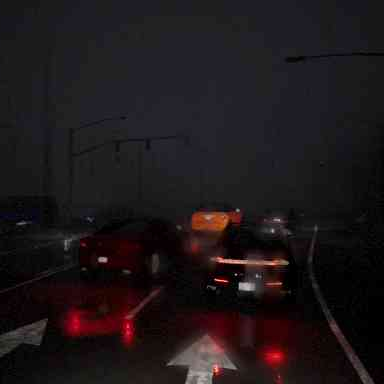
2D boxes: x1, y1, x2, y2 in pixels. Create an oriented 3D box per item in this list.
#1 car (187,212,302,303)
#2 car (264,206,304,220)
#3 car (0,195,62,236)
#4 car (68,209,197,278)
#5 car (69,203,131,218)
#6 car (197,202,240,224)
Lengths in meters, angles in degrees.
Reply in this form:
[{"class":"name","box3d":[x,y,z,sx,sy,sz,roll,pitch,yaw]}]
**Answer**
[{"class":"car","box3d":[1.548,1.492,8.347,2.128,1.511,4.902,0,0,13]},{"class":"car","box3d":[4.617,1.505,17.228,1.837,1.490,4.892,0,0,21]},{"class":"car","box3d":[-9.939,1.223,18.833,2.150,2.045,5.566,0,0,21]},{"class":"car","box3d":[-1.489,1.478,10.393,1.882,1.535,5.008,0,0,15]},{"class":"car","box3d":[-5.472,1.477,20.733,1.882,1.535,5.008,0,0,22]},{"class":"car","box3d":[1.568,1.352,18.892,2.097,1.767,4.553,0,0,20]}]
